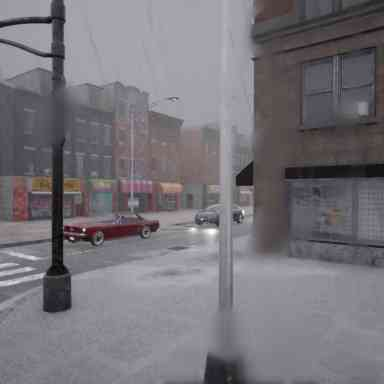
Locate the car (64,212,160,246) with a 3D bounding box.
[{"bbox_3d":[-3.739,1.633,15.695,1.895,1.301,4.718,0,0,35],"label":"car"}]

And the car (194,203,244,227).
[{"bbox_3d":[2.049,1.568,23.833,1.837,1.490,4.892,0,0,35],"label":"car"}]
